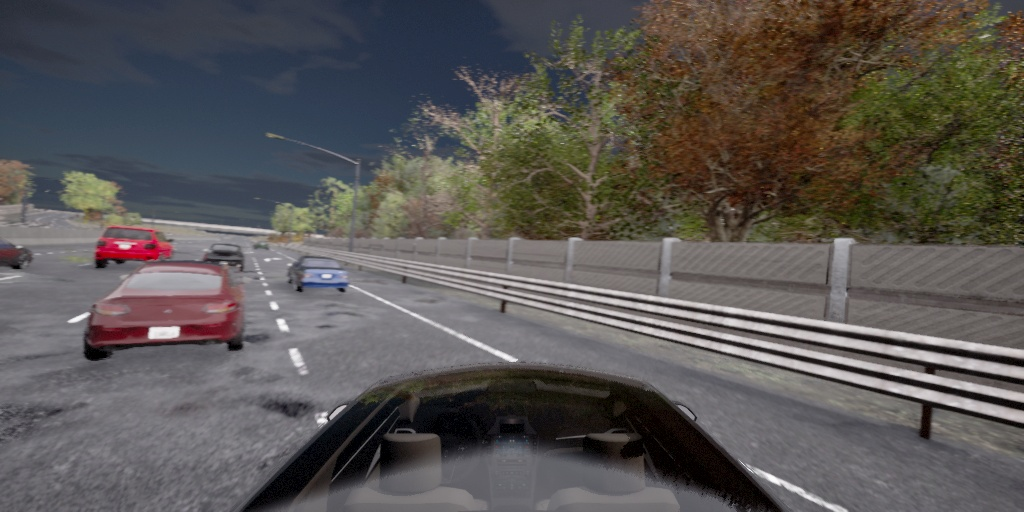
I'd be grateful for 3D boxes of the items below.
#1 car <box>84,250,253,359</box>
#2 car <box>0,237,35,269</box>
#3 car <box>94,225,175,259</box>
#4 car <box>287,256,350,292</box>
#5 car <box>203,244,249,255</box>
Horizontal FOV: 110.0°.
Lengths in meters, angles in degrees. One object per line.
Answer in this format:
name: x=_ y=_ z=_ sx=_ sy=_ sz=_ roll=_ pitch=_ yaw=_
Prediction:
car: x=-6.216 y=0.809 z=6.861 sx=1.812 sy=1.442 sz=4.674 roll=5 pitch=0 yaw=-37
car: x=-19.029 y=-0.157 z=12.368 sx=2.033 sy=1.411 sz=5.357 roll=5 pitch=0 yaw=-37
car: x=-19.161 y=-0.454 z=18.428 sx=2.150 sy=2.045 sz=5.566 roll=5 pitch=0 yaw=-37
car: x=-8.516 y=0.705 z=15.621 sx=2.033 sy=1.411 sz=5.357 roll=5 pitch=0 yaw=-37
car: x=-16.805 y=0.037 z=21.079 sx=1.837 sy=1.490 sz=4.892 roll=5 pitch=0 yaw=-37
